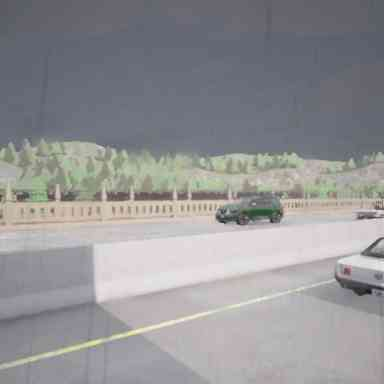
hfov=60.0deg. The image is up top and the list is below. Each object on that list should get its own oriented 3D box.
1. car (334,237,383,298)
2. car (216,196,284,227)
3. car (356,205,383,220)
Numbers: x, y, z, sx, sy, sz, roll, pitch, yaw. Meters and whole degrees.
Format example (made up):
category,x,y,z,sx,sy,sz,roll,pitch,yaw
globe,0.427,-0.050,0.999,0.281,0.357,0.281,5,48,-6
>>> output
category,x,y,z,sx,sy,sz,roll,pitch,yaw
car,5.359,1.649,7.571,4.718,1.301,1.895,0,0,-36
car,4.314,1.320,24.248,5.566,2.045,2.150,0,0,-35
car,15.894,1.765,28.185,4.718,1.301,1.895,0,0,-35
